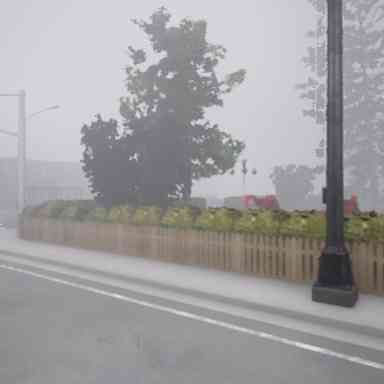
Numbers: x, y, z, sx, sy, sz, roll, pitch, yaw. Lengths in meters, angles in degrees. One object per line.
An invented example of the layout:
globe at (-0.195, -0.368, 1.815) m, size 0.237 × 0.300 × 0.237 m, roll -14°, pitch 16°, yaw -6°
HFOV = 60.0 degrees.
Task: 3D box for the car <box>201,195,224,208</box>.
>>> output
car at (3.337, 1.493, 49.453) m, size 2.128 × 1.511 × 4.902 m, roll 0°, pitch 0°, yaw 36°

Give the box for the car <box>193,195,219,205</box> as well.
car at (2.400, 1.221, 54.221) m, size 1.837 × 1.490 × 4.892 m, roll 0°, pitch 0°, yaw 35°
